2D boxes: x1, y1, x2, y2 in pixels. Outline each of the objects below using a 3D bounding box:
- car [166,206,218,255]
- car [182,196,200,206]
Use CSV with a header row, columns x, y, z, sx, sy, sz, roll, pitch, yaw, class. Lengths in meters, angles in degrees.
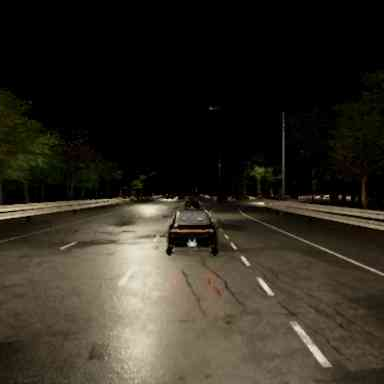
x,y,z,sx,sy,sz,roll,pitch,yaw,class
0.004,1.519,13.459,2.128,1.511,4.902,0,0,0,car
0.002,1.593,43.177,1.837,1.490,4.892,0,0,0,car
